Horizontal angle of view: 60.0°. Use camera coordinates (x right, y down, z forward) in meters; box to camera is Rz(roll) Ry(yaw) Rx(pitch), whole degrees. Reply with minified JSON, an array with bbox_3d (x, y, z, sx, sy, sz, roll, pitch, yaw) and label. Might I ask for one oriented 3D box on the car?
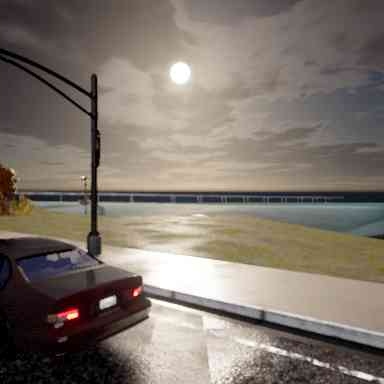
[{"bbox_3d":[-3.192,1.548,5.980,5.357,1.411,2.033,0,0,35],"label":"car"}]
